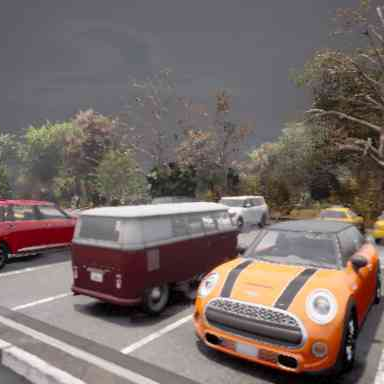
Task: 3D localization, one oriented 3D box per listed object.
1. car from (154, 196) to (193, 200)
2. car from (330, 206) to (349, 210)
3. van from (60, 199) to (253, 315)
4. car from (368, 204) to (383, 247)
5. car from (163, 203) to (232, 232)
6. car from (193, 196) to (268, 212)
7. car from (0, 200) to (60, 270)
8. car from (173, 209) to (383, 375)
[{"bbox_3d":[-1.698,1.340,23.422,2.435,2.045,5.566,-1,-1,35],"label":"car"},{"bbox_3d":[7.579,1.483,17.176,1.946,1.575,5.366,0,0,35],"label":"car"},{"bbox_3d":[-0.468,1.266,7.753,1.878,1.987,4.442,0,0,35],"label":"van"},{"bbox_3d":[9.754,1.476,15.642,1.946,1.575,5.366,0,0,35],"label":"car"},{"bbox_3d":[0.506,1.557,21.911,2.231,1.521,4.892,-1,-1,35],"label":"car"},{"bbox_3d":[2.781,1.272,20.296,2.435,2.045,5.566,-1,-1,35],"label":"car"},{"bbox_3d":[-5.584,1.287,11.243,2.435,2.045,5.566,-1,0,35],"label":"car"},{"bbox_3d":[1.966,1.352,5.934,2.185,1.767,4.553,0,0,35],"label":"car"}]
